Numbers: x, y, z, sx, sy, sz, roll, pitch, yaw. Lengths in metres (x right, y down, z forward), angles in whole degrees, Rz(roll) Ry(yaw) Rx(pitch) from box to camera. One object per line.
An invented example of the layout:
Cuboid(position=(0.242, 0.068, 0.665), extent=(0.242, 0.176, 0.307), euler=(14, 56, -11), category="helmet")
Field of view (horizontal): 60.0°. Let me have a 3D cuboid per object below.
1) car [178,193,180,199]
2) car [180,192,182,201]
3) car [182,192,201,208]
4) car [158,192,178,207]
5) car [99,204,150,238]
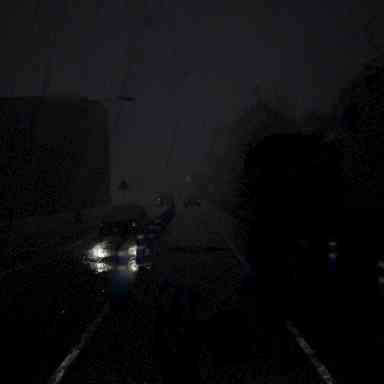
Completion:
Cuboid(position=(-1.576, 0.750, 62.876), extent=(1.882, 1.535, 5.008), euler=(-2, 2, -16), category="car")
Cuboid(position=(-0.367, 1.135, 53.828), extent=(1.994, 1.385, 4.181), euler=(-1, 2, -6), category="car")
Cuboid(position=(0.051, 1.102, 44.333), extent=(2.097, 1.767, 4.553), euler=(0, 0, -1), category="car")
Cuboid(position=(-3.360, 0.974, 44.942), extent=(2.150, 2.045, 5.566), euler=(0, 0, 0), category="car")
Cuboid(position=(-3.346, 1.382, 17.121), extent=(1.882, 1.535, 5.008), euler=(0, 0, 0), category="car")
